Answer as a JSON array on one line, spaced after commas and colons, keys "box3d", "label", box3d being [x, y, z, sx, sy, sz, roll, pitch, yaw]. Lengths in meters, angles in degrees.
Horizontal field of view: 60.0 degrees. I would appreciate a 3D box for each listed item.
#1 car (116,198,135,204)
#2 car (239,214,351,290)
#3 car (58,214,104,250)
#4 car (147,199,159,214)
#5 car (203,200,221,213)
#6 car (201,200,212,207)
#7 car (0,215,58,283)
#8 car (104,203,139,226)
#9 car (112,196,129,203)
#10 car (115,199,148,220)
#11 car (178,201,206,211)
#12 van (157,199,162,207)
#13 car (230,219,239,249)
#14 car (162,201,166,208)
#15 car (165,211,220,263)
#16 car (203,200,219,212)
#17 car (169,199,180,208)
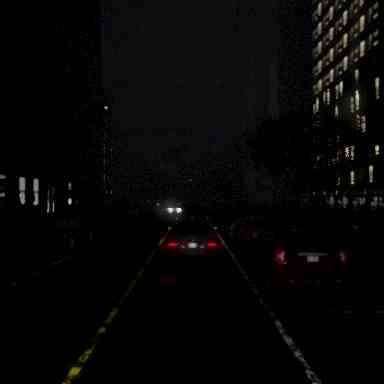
[{"box3d": [-17.249, 2.258, 86.223, 4.507, 1.381, 1.887, 1, -2, -1], "label": "car"}, {"box3d": [2.696, 1.538, 9.351, 1.967, 1.590, 4.097, 0, -1, 0], "label": "car"}, {"box3d": [-5.683, 1.706, 14.890, 2.008, 1.369, 4.403, 0, -1, 0], "label": "car"}, {"box3d": [-5.677, 1.963, 42.415, 1.752, 1.417, 4.829, 0, -1, 0], "label": "car"}, {"box3d": [2.703, 1.984, 42.583, 1.887, 1.381, 4.507, 0, -1, 0], "label": "car"}, {"box3d": [2.708, 2.233, 64.739, 1.947, 1.339, 4.313, 0, -1, 0], "label": "car"}, {"box3d": [-5.684, 1.538, 9.352, 1.967, 1.590, 4.097, 0, -1, 0], "label": "car"}, {"box3d": [-5.681, 1.813, 25.968, 1.887, 1.381, 4.507, 0, -1, 0], "label": "car"}, {"box3d": [-17.131, 1.901, 77.851, 5.009, 1.841, 2.192, 1, -2, -1], "label": "car"}, {"box3d": [-5.679, 1.766, 31.508, 1.967, 1.590, 4.097, 0, -1, 0], "label": "car"}, {"box3d": [0.031, 1.824, 28.890, 1.812, 1.442, 4.674, 0, 0, 0], "label": "car"}, {"box3d": [-5.675, 1.837, 48.126, 1.690, 1.788, 3.998, 0, -1, 0], "label": "van"}, {"box3d": [2.697, 1.682, 15.058, 1.752, 1.417, 4.829, 0, -1, 0], "label": "car"}, {"box3d": [-5.673, 2.176, 59.201, 1.947, 1.339, 4.313, 0, -1, 0], "label": "car"}, {"box3d": [0.018, 1.678, 12.537, 2.033, 1.411, 5.357, 0, -1, 0], "label": "car"}, {"box3d": [2.705, 1.937, 48.123, 1.967, 1.590, 4.097, 0, -1, 0], "label": "car"}, {"box3d": [-3.045, 2.214, 59.471, 1.895, 1.301, 4.718, 0, -1, 1], "label": "car"}]
